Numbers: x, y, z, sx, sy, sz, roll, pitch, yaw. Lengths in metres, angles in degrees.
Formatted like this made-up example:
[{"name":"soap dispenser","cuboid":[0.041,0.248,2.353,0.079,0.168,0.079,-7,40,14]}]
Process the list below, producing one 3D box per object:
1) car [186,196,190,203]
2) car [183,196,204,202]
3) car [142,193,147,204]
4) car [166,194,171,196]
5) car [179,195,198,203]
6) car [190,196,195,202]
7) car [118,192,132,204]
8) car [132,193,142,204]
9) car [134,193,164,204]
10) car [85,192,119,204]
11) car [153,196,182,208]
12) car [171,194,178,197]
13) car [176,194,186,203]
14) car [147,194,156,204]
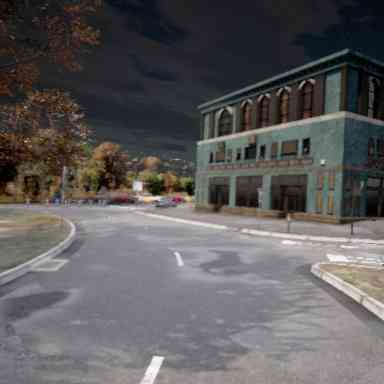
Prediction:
[{"name":"car","cuboid":[-3.607,1.793,79.926,4.892,1.521,2.231,2,0,7]},{"name":"car","cuboid":[0.345,1.840,87.844,5.366,1.575,1.946,2,1,8]},{"name":"car","cuboid":[-11.596,1.327,63.960,4.553,1.767,2.185,2,-1,6]},{"name":"car","cuboid":[-7.602,1.542,71.958,4.553,1.767,2.185,2,0,6]},{"name":"car","cuboid":[-0.882,1.705,85.201,4.553,1.767,2.185,2,0,8]},{"name":"car","cuboid":[-2.230,1.815,82.557,5.008,1.535,2.097,2,1,7]},{"name":"car","cuboid":[-14.155,1.028,58.597,5.566,2.045,2.435,2,-1,5]},{"name":"car","cuboid":[-12.818,1.117,61.284,5.566,2.045,2.435,2,-1,5]},{"name":"car","cuboid":[-8.921,1.355,69.301,5.566,2.045,2.435,2,-1,6]},{"name":"car","cuboid":[-15.400,1.195,55.905,4.892,1.521,2.231,2,-1,5]},{"name":"car","cuboid":[-3.731,1.832,51.385,1.994,1.385,4.181,3,0,24]},{"name":"car","cuboid":[-6.334,1.747,74.619,4.792,1.488,2.163,2,0,7]},{"name":"car","cuboid":[-4.979,1.508,77.271,5.566,2.045,2.435,2,0,7]},{"name":"car","cuboid":[-10.459,1.524,66.636,5.366,1.575,1.946,2,0,6]}]
